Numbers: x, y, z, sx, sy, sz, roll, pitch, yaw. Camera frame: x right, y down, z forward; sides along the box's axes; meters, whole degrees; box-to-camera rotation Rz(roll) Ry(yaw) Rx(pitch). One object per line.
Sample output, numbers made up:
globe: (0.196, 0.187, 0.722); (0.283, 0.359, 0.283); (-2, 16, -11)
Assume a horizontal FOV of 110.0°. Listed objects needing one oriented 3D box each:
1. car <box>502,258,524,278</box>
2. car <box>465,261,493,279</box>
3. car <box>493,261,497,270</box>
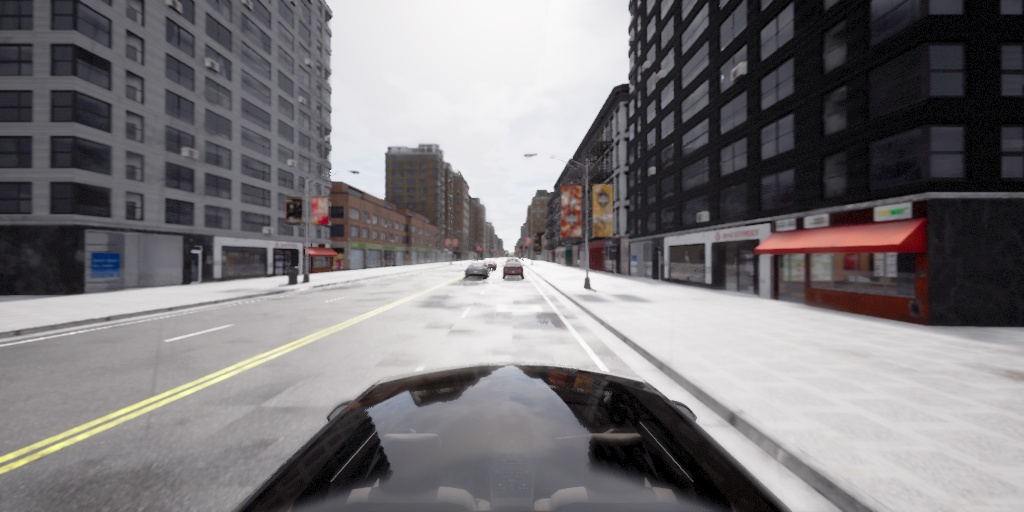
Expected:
car: (0.110, 1.238, 33.545); (1.882, 1.535, 5.008); (0, 0, 0)
car: (-3.141, 1.324, 32.910); (1.994, 1.385, 4.181); (0, 0, 0)
car: (-3.134, 1.365, 51.409); (1.895, 1.301, 4.718); (0, 0, 0)
